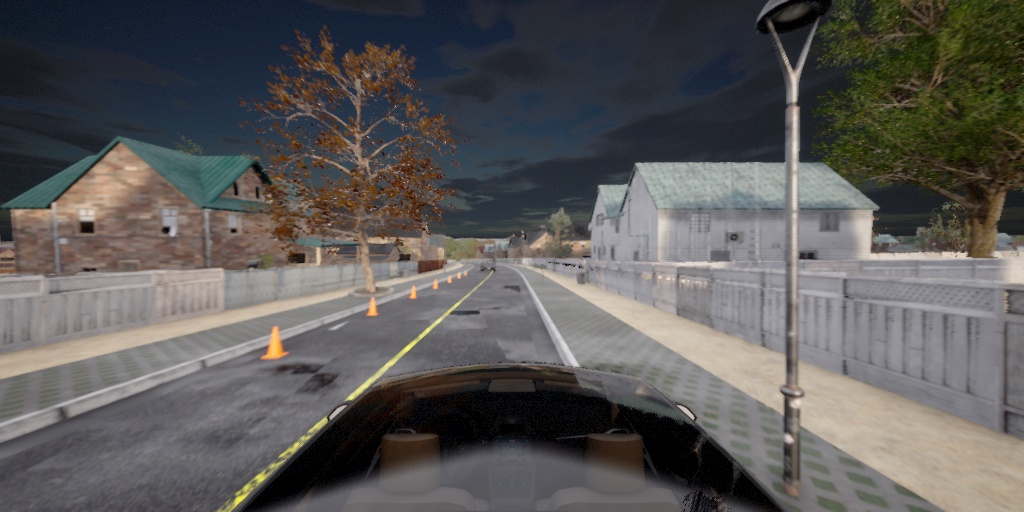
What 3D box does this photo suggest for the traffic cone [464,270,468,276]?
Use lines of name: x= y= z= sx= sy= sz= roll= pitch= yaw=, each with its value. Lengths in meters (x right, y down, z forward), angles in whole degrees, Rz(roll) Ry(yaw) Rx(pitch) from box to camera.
traffic cone: x=-4.789 y=1.744 z=37.164 sx=0.340 sy=0.580 sz=0.340 roll=0 pitch=0 yaw=-1

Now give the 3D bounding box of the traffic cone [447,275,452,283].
traffic cone: x=-4.718 y=1.717 z=27.195 sx=0.340 sy=0.580 sz=0.340 roll=0 pitch=0 yaw=0

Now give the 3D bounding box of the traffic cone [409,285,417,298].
traffic cone: x=-4.721 y=1.703 z=17.181 sx=0.340 sy=0.580 sz=0.340 roll=0 pitch=0 yaw=0

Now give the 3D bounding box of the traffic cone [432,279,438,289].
traffic cone: x=-4.720 y=1.708 z=22.188 sx=0.340 sy=0.580 sz=0.340 roll=0 pitch=0 yaw=0

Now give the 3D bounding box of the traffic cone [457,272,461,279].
traffic cone: x=-4.728 y=1.730 z=32.185 sx=0.340 sy=0.580 sz=0.340 roll=0 pitch=0 yaw=0

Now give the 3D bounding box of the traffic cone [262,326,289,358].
traffic cone: x=-4.724 y=1.700 z=7.166 sx=0.340 sy=0.580 sz=0.340 roll=0 pitch=0 yaw=0

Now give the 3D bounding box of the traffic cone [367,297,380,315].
traffic cone: x=-4.723 y=1.700 z=12.173 sx=0.340 sy=0.580 sz=0.340 roll=0 pitch=0 yaw=0

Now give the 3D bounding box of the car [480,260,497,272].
car: x=-3.084 y=1.317 z=46.357 sx=1.837 sy=1.490 sz=4.892 roll=0 pitch=0 yaw=-8
